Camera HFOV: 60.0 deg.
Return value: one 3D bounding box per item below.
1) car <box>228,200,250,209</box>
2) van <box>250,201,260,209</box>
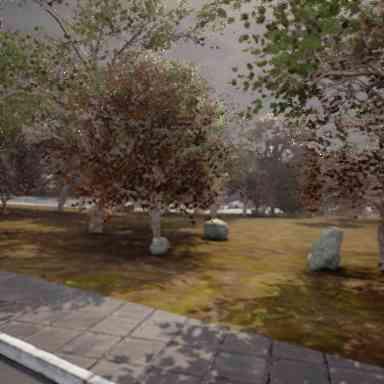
[{"bbox_3d":[12.006,3.264,87.731,5.566,2.045,2.435,4,0,-44],"label":"car"},{"bbox_3d":[15.896,3.531,91.550,4.442,1.987,1.878,4,0,-44],"label":"van"}]
